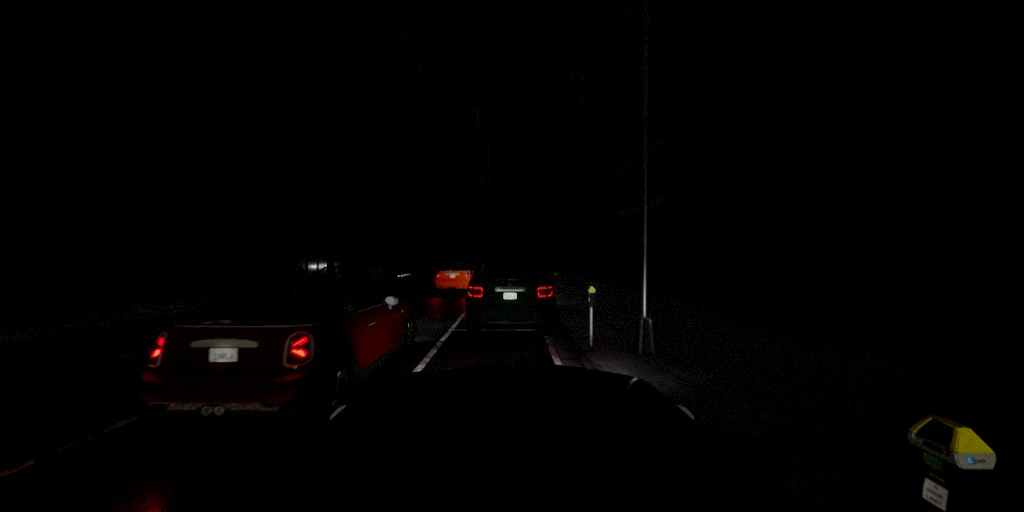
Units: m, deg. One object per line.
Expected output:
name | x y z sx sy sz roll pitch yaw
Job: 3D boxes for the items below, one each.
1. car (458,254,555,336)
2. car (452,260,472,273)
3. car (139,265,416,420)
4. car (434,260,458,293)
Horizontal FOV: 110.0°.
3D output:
car | -0.039 0.969 10.531 2.150 2.045 5.566 0 0 0
car | -6.193 1.234 44.817 1.837 1.490 4.892 0 0 1
car | -3.145 1.100 6.035 2.097 1.767 4.553 0 0 0
car | -3.100 1.096 20.969 2.097 1.767 4.553 0 0 1
